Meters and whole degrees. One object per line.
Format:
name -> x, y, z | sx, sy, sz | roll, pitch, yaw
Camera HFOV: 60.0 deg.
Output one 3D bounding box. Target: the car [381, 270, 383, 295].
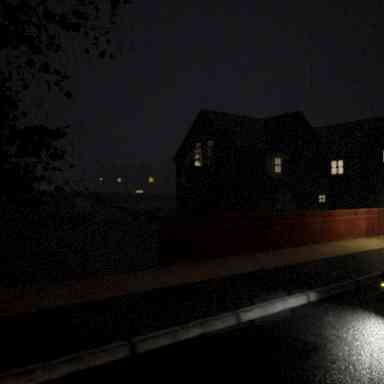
car -> 6.107, 1.593, 7.421 | 4.892, 1.490, 1.837 | 1, 0, -35
